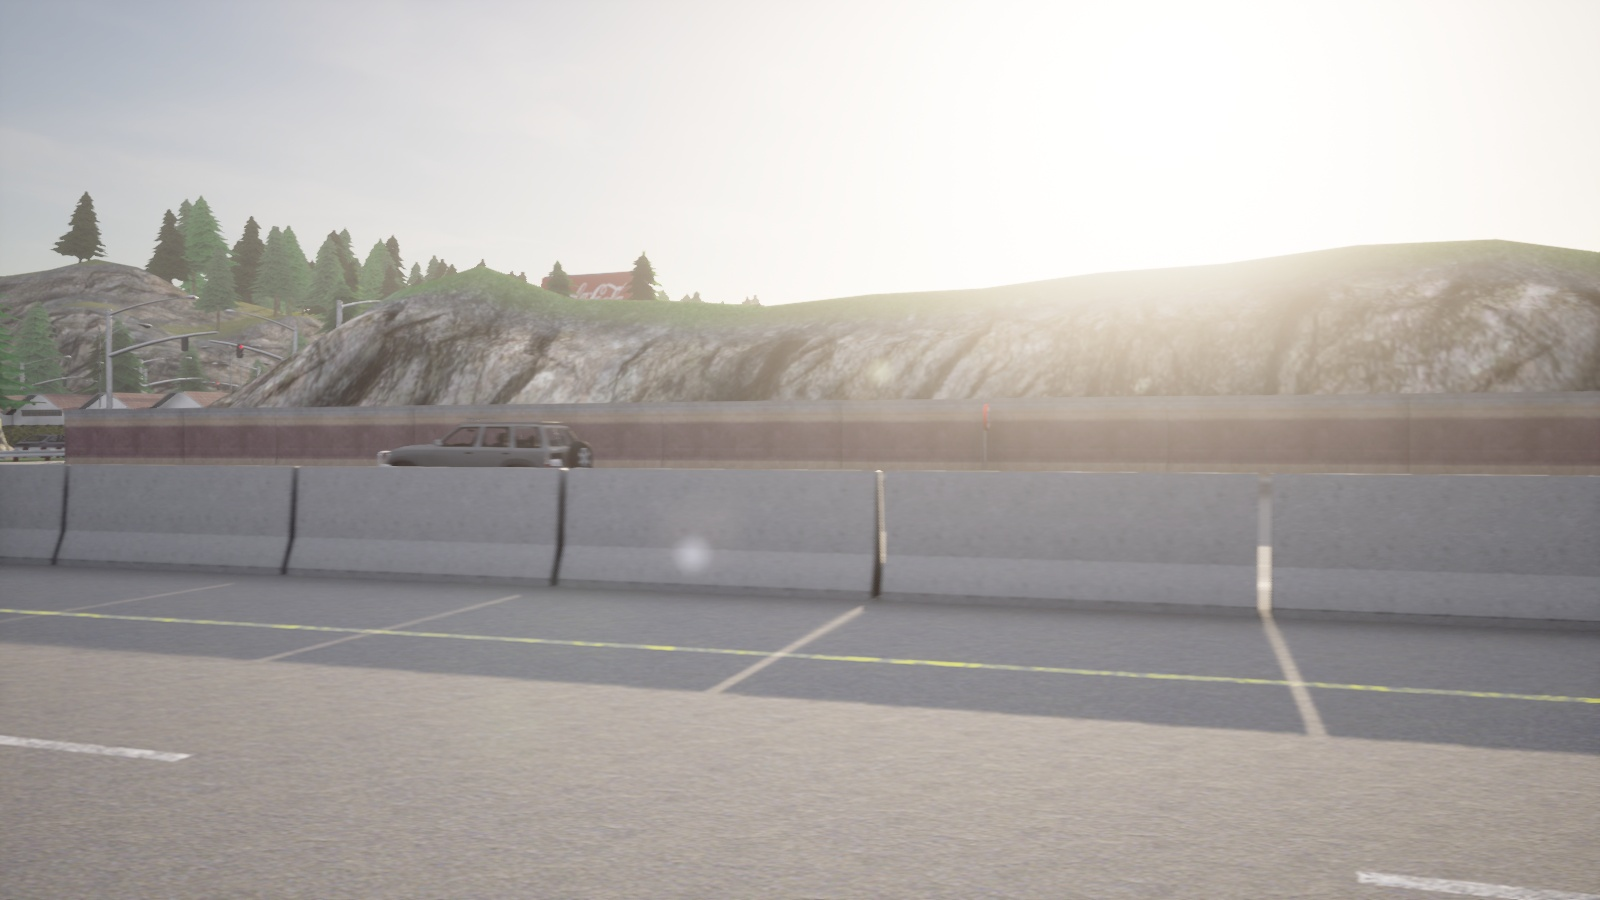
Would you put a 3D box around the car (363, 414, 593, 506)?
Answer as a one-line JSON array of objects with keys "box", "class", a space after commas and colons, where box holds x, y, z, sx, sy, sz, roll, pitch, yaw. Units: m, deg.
[{"box": [-7.103, 0.174, 27.736, 4.605, 1.855, 1.932, 1, 1, 19], "class": "car"}]

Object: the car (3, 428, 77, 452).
[{"box": [-49.055, -0.648, 81.100, 4.193, 1.474, 1.816, 1, 1, 19], "class": "car"}]

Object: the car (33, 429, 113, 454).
[{"box": [-43.763, -0.540, 75.604, 4.193, 1.474, 1.816, 1, 1, 19], "class": "car"}]
